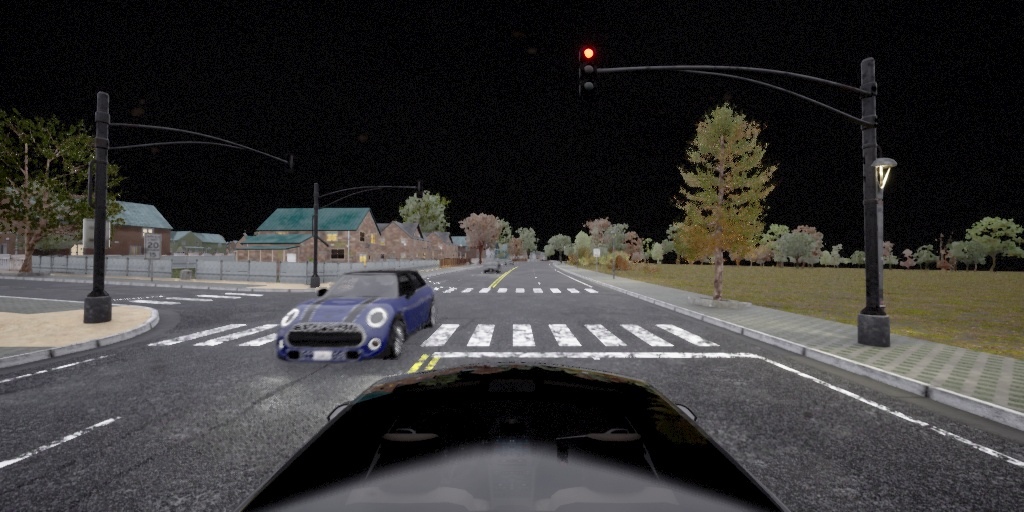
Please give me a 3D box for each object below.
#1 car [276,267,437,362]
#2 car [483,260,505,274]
[{"bbox_3d":[-3.204,1.104,8.351,2.097,1.767,4.553,0,0,0],"label":"car"},{"bbox_3d":[-2.254,1.341,42.338,1.837,1.490,4.892,0,0,3],"label":"car"}]
